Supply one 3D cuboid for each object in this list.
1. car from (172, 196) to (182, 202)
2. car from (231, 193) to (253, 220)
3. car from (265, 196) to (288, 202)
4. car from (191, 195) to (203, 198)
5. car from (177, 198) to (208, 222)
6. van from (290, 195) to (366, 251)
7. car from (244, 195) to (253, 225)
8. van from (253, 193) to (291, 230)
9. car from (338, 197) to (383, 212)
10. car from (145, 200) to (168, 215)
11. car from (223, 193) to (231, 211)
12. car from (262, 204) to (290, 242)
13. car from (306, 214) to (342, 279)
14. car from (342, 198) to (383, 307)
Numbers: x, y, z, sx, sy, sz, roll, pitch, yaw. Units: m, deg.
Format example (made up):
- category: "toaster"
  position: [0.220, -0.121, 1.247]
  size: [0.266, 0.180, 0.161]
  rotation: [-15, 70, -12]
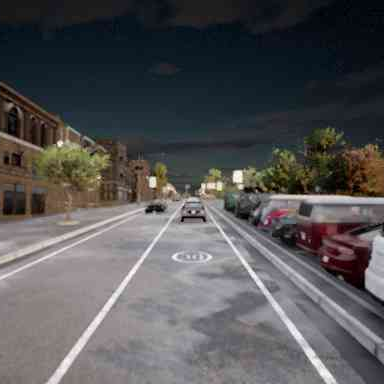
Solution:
- category: "car"
  position: [-3.238, 1.562, 73.429]
  size: [1.994, 1.385, 4.181]
  rotation: [0, 0, 0]
- category: "car"
  position: [5.626, 1.095, 21.831]
  size: [5.566, 2.045, 2.435]
  rotation: [0, 0, 0]
- category: "car"
  position: [18.717, 1.514, 73.978]
  size: [4.674, 1.452, 2.002]
  rotation: [0, 0, 0]
- category: "car"
  position: [0.107, 1.408, 41.511]
  size: [1.812, 1.442, 4.674]
  rotation: [0, 0, 0]
- category: "car"
  position: [0.104, 1.410, 25.047]
  size: [2.033, 1.411, 5.357]
  rotation: [0, 0, 0]
- category: "van"
  position: [5.720, 1.179, 10.619]
  size: [4.442, 1.987, 1.878]
  rotation: [0, 0, 0]
- category: "car"
  position: [5.567, 1.233, 19.031]
  size: [4.553, 1.767, 2.185]
  rotation: [0, 0, 0]
- category: "van"
  position: [5.484, 1.148, 16.226]
  size: [4.442, 1.987, 1.878]
  rotation: [0, 0, 0]
- category: "car"
  position: [18.680, 1.325, 35.795]
  size: [5.008, 1.535, 2.097]
  rotation: [0, 0, 0]
- category: "car"
  position: [-3.343, 1.448, 31.910]
  size: [1.895, 1.301, 4.718]
  rotation: [0, 0, 0]
- category: "car"
  position: [5.630, 1.073, 30.241]
  size: [5.566, 2.045, 2.435]
  rotation: [0, 0, 0]
- category: "car"
  position: [5.596, 1.391, 13.423]
  size: [4.892, 1.521, 2.231]
  rotation: [0, 0, 0]
- category: "car"
  position: [5.602, 1.420, 7.817]
  size: [5.008, 1.535, 2.097]
  rotation: [0, 0, 0]
- category: "car"
  position: [5.639, 1.185, 5.012]
  size: [5.566, 2.045, 2.435]
  rotation: [0, 0, 0]
